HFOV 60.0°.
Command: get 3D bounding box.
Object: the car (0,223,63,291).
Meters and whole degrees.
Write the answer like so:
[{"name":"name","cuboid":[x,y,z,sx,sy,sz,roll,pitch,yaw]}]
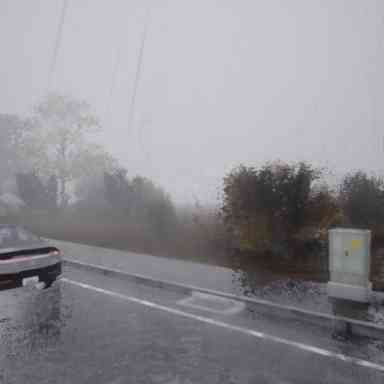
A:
[{"name":"car","cuboid":[-5.037,1.502,7.917,4.902,1.511,2.128,0,0,38]}]
